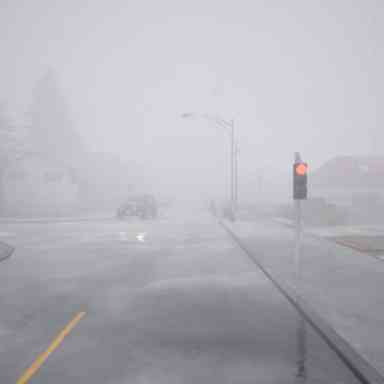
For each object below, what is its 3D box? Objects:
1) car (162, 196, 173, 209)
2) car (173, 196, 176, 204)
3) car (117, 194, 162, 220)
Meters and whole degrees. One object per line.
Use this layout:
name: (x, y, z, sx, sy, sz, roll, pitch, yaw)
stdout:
car: (-4.099, 1.481, 45.550, 1.882, 1.535, 5.008, 0, 0, 0)
car: (-4.068, 1.510, 61.763, 1.837, 1.490, 4.892, 0, 0, 0)
car: (-4.490, 1.224, 28.163, 2.150, 2.045, 5.566, 0, 0, 9)
